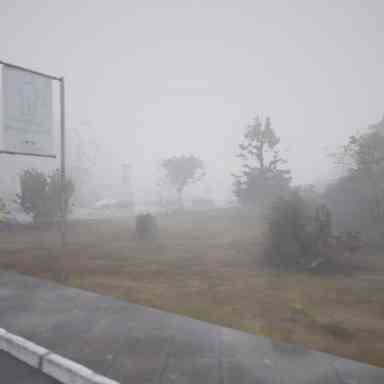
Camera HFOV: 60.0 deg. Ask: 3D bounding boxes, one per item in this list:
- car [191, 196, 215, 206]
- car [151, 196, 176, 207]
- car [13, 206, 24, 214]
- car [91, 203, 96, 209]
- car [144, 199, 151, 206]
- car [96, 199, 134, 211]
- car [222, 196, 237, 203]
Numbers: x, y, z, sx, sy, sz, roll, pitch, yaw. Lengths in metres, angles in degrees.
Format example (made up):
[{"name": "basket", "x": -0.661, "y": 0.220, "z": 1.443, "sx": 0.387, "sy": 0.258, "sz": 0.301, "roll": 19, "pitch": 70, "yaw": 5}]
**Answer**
[{"name": "car", "x": 1.887, "y": 1.361, "z": 55.570, "sx": 2.097, "sy": 1.767, "sz": 4.553, "roll": -1, "pitch": 1, "yaw": 37}, {"name": "car", "x": -3.907, "y": 1.478, "z": 54.003, "sx": 2.097, "sy": 1.767, "sz": 4.553, "roll": -1, "pitch": 1, "yaw": 40}, {"name": "car", "x": -18.883, "y": 1.887, "z": 40.895, "sx": 2.033, "sy": 1.411, "sz": 5.357, "roll": -1, "pitch": 0, "yaw": 39}, {"name": "car", "x": -12.573, "y": 1.804, "z": 48.786, "sx": 1.812, "sy": 1.442, "sz": 4.674, "roll": -1, "pitch": 0, "yaw": 39}, {"name": "car", "x": -6.042, "y": 1.646, "z": 56.918, "sx": 1.837, "sy": 1.490, "sz": 4.892, "roll": -1, "pitch": 1, "yaw": 39}, {"name": "car", "x": -10.255, "y": 1.731, "z": 46.073, "sx": 1.882, "sy": 1.535, "sz": 5.008, "roll": -1, "pitch": 0, "yaw": 39}, {"name": "car", "x": 7.693, "y": 1.405, "z": 63.929, "sx": 1.895, "sy": 1.301, "sz": 4.718, "roll": -1, "pitch": 1, "yaw": 32}]
